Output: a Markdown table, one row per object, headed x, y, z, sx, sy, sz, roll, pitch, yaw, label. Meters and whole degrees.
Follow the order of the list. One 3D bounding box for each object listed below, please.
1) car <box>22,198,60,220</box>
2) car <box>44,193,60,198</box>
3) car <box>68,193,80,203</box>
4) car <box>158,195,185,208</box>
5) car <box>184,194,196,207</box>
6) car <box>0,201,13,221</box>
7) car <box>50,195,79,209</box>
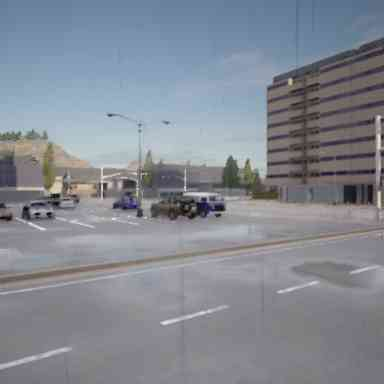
| x | y | z | sx | sy | sz | roll | pitch | yaw | label |
| --- | --- | --- | --- | --- | --- | --- | --- | --- | --- |
| -12.132 | 1.440 | 26.284 | 1.970 | 1.475 | 3.806 | 0 | 0 | -35 | car |
| -23.928 | 1.182 | 57.802 | 1.905 | 1.878 | 3.866 | 0 | 0 | -35 | car |
| -21.529 | 1.173 | 59.421 | 1.932 | 1.855 | 4.605 | 0 | 0 | -35 | car |
| -3.653 | 1.555 | 58.406 | 1.994 | 1.385 | 4.181 | 0 | 0 | -35 | car |
| -2.133 | 1.531 | 62.354 | 2.033 | 1.411 | 5.357 | 0 | 0 | -35 | car |
| -14.501 | 1.414 | 24.619 | 1.784 | 1.438 | 3.905 | 0 | 0 | -35 | car |
| -16.097 | 1.428 | 41.956 | 1.970 | 1.475 | 3.806 | 0 | 0 | -35 | car |
